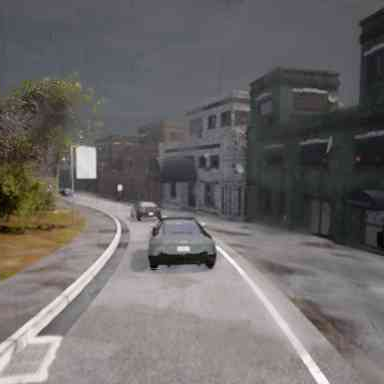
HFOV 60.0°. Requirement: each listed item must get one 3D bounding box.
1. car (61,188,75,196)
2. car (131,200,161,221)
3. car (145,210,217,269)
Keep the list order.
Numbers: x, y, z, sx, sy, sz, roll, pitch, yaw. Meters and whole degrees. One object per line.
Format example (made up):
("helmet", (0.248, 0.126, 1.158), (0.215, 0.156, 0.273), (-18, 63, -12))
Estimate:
("car", (-22.471, -0.066, 59.522), (2.033, 1.411, 5.357), (-3, 5, -33))
("car", (-3.695, 1.392, 26.336), (1.812, 1.442, 4.674), (-1, 1, -18))
("car", (-0.450, 1.508, 11.039), (1.994, 1.385, 4.181), (0, 0, -6))
